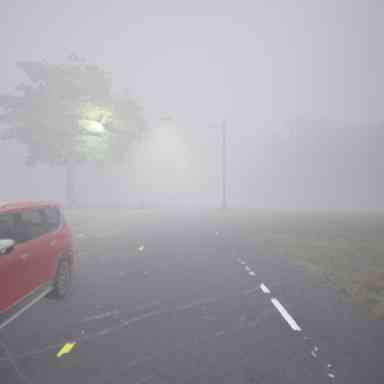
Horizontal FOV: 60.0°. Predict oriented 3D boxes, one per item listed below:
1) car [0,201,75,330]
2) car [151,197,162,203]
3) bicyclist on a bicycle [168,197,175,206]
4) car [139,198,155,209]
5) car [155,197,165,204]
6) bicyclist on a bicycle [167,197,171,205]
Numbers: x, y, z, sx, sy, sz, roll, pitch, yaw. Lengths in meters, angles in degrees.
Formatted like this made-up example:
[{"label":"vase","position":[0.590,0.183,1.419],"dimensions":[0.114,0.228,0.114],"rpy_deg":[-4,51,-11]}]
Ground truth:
[{"label":"car","position":[-3.671,1.205,5.332],"dimensions":[2.150,2.045,5.566],"rpy_deg":[0,0,-1]},{"label":"car","position":[-9.293,2.167,86.571],"dimensions":[2.033,1.411,5.357],"rpy_deg":[0,-2,-13]},{"label":"bicyclist on a bicycle","position":[-3.398,1.697,58.651],"dimensions":[0.866,1.612,1.509],"rpy_deg":[0,-2,-8]},{"label":"car","position":[-6.286,1.604,45.681],"dimensions":[1.812,1.442,4.674],"rpy_deg":[0,-1,-6]},{"label":"car","position":[-7.198,2.032,75.703],"dimensions":[1.837,1.490,4.892],"rpy_deg":[0,-1,-11]},{"label":"bicyclist on a bicycle","position":[-4.505,1.827,65.885],"dimensions":[0.582,1.620,1.656],"rpy_deg":[0,-1,-9]}]
